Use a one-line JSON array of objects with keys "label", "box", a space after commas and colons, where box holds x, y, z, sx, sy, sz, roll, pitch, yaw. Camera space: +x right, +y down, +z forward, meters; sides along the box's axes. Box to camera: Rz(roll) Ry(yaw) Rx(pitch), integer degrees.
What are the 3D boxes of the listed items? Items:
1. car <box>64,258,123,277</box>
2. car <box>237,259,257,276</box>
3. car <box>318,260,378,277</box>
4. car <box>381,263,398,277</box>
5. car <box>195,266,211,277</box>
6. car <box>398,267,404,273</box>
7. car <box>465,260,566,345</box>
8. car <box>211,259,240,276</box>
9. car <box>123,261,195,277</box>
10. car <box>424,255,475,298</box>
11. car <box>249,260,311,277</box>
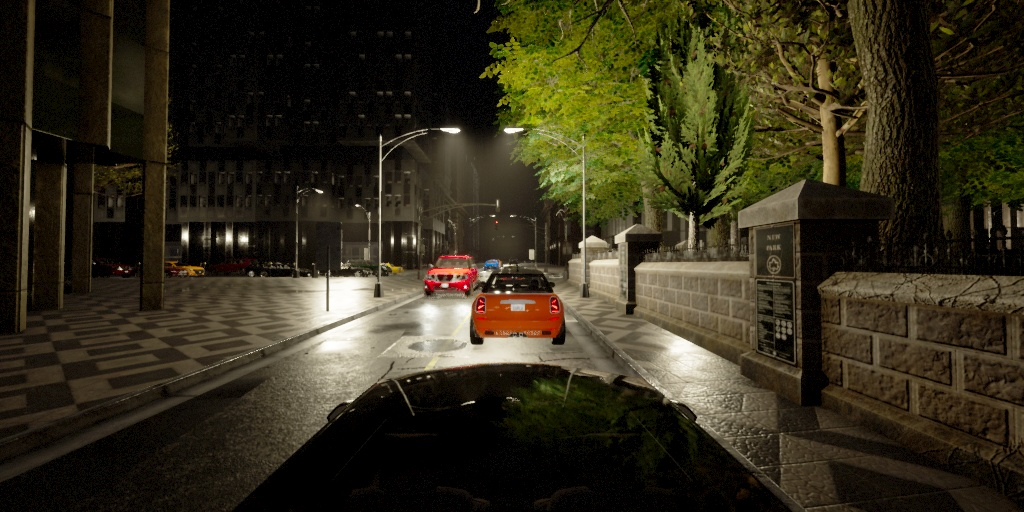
[{"label": "car", "box": [-36.562, 1.061, 31.672, 5.009, 1.841, 2.192, 0, 0, 1]}, {"label": "car", "box": [-22.826, 1.289, 34.215, 4.892, 1.490, 1.837, 0, -1, 1]}, {"label": "car", "box": [-14.511, 1.267, 31.453, 4.403, 1.370, 2.007, 0, 0, 1]}, {"label": "car", "box": [-13.742, 1.125, 34.126, 4.553, 1.767, 2.097, 0, -1, 0]}, {"label": "car", "box": [-32.331, 1.275, 34.317, 5.008, 1.535, 1.882, 0, -1, 0]}, {"label": "car", "box": [-14.605, 1.425, 39.978, 4.829, 1.417, 1.751, 0, 0, 1]}, {"label": "car", "box": [0.128, 1.107, 9.678, 2.097, 1.767, 4.553, 0, 0, 0]}, {"label": "car", "box": [-30.972, 1.236, 40.140, 5.009, 1.841, 2.192, 0, 0, 1]}, {"label": "car", "box": [-31.049, 1.320, 31.617, 4.207, 1.307, 1.802, 0, 0, 1]}, {"label": "car", "box": [-3.027, 0.986, 19.017, 2.150, 2.045, 5.566, 0, 0, 0]}, {"label": "car", "box": [-20.023, 1.289, 31.508, 4.313, 1.339, 1.948, 0, 0, 1]}]
